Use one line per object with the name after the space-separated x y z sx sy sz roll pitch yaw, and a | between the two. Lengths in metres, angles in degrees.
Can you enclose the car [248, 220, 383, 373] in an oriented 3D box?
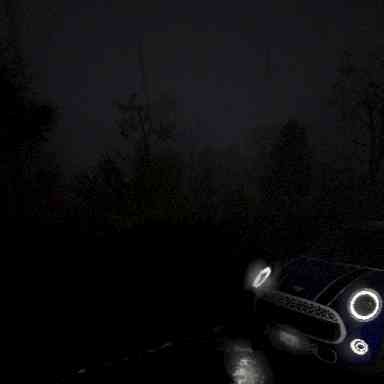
3.075 1.325 5.686 4.553 1.767 2.097 0 0 -37 | car
